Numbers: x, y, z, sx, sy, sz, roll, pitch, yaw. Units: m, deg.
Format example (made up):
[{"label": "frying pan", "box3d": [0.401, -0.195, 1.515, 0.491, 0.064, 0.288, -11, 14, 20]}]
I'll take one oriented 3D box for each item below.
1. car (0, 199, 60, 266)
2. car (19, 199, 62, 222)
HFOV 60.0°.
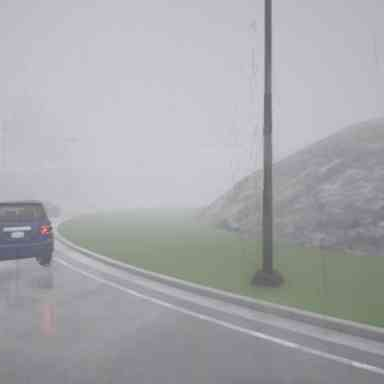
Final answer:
[{"label": "car", "box3d": [-6.252, 1.264, 11.095, 2.150, 2.045, 5.566, 0, -1, -36]}, {"label": "car", "box3d": [-12.927, 1.480, 28.692, 2.097, 1.767, 4.553, 0, 0, -8]}]
